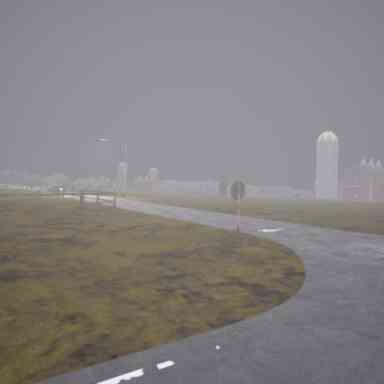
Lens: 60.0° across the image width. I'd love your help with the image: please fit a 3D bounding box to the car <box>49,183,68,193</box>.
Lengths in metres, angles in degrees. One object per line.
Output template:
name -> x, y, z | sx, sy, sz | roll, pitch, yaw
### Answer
car -> -19.823, -0.561, 49.140 | 2.128, 1.511, 4.902 | 2, 1, -36
